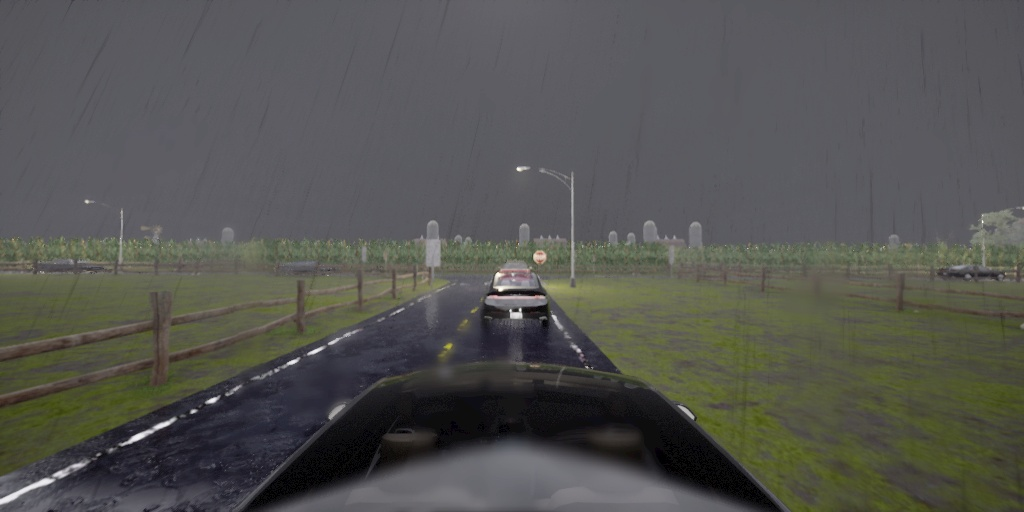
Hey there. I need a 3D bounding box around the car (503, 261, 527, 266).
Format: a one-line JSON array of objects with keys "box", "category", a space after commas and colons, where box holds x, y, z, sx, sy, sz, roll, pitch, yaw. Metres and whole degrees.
[{"box": [0.240, 1.101, 23.000, 2.097, 1.767, 4.553, 0, 0, 3], "category": "car"}]

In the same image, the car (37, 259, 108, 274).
[{"box": [-43.091, 0.994, 35.122, 5.357, 1.411, 2.033, 0, -1, 1], "category": "car"}]

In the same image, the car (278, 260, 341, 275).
[{"box": [-19.646, 1.142, 34.933, 5.357, 1.411, 2.033, 0, -1, 0], "category": "car"}]

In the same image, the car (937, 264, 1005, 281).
[{"box": [44.199, 1.581, 34.545, 5.008, 1.535, 1.882, 1, -1, 1], "category": "car"}]

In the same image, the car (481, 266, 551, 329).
[{"box": [0.112, 1.243, 11.244, 2.128, 1.511, 4.902, 0, 0, 0], "category": "car"}]
